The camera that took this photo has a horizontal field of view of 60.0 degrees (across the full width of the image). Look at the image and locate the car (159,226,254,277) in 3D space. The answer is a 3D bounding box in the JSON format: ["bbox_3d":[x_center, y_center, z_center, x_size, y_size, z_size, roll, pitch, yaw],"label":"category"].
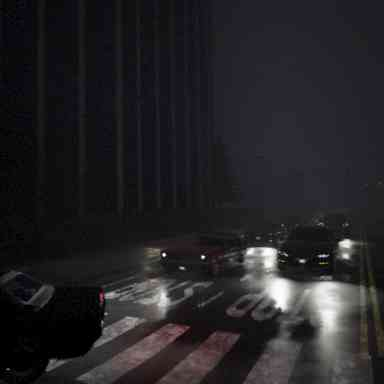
[{"bbox_3d":[0.677,2.242,12.807,1.895,1.301,4.718,-2,-3,27],"label":"car"}]

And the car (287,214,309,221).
[{"bbox_3d":[9.243,2.756,29.669,1.837,1.490,4.892,-2,-3,27],"label":"car"}]

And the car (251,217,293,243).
[{"bbox_3d":[4.643,2.489,20.630,1.994,1.385,4.181,-2,-3,27],"label":"car"}]

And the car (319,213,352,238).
[{"bbox_3d":[10.592,2.346,24.630,2.097,1.767,4.553,-2,-3,27],"label":"car"}]

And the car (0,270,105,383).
[{"bbox_3d":[-3.731,1.923,4.883,4.718,1.301,1.895,0,-3,-13],"label":"car"}]

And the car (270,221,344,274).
[{"bbox_3d":[4.629,2.075,12.876,1.837,1.490,4.892,-2,-3,27],"label":"car"}]
